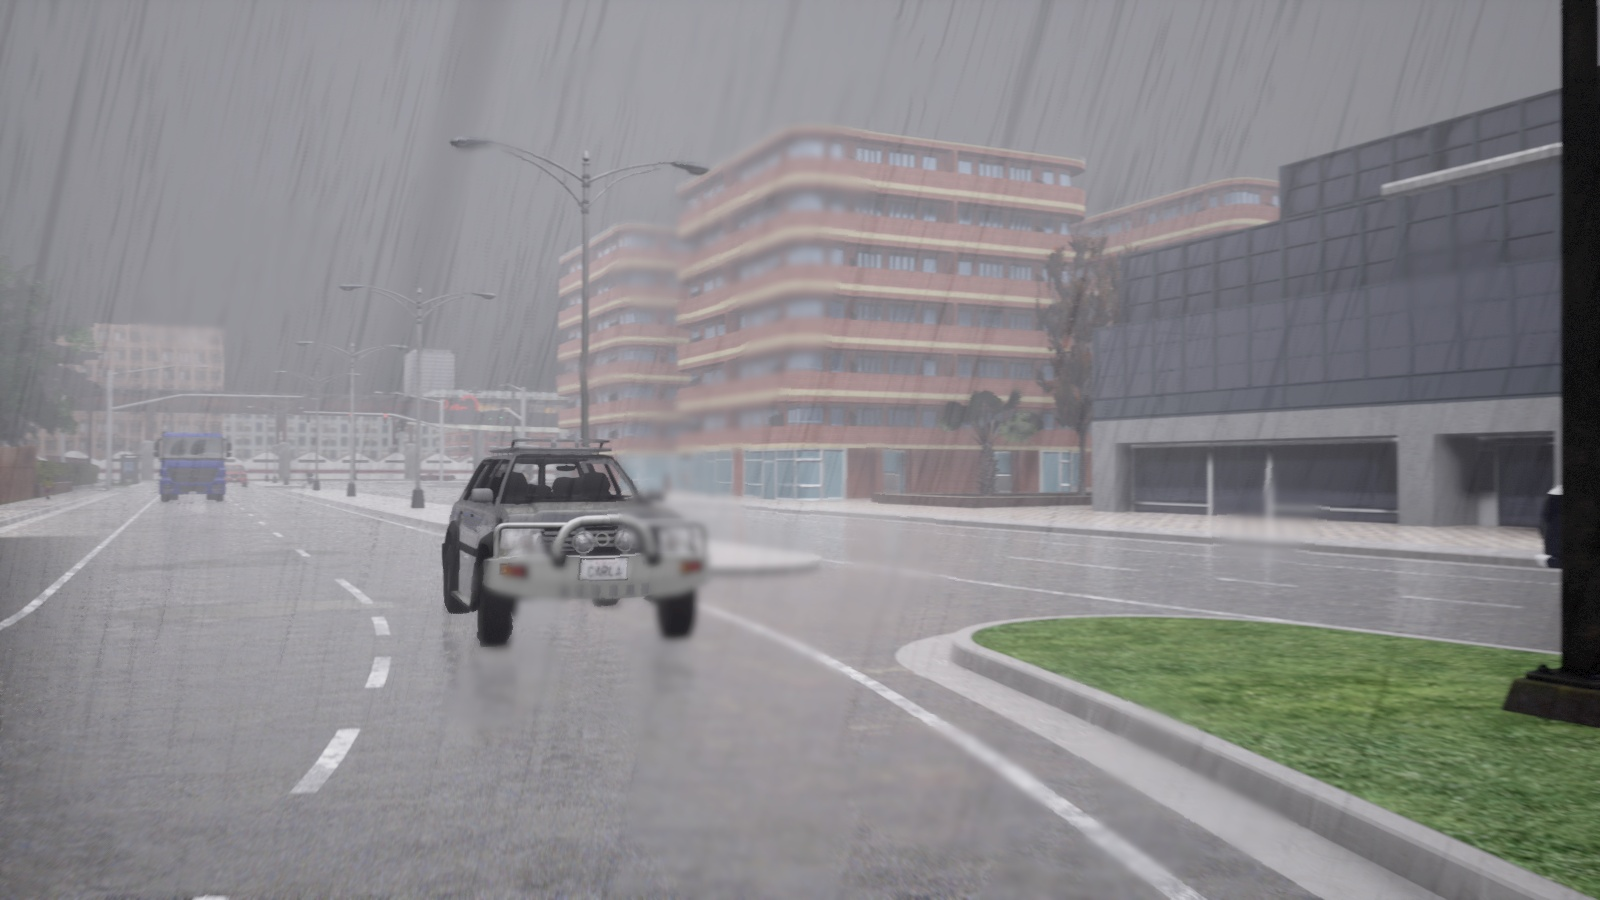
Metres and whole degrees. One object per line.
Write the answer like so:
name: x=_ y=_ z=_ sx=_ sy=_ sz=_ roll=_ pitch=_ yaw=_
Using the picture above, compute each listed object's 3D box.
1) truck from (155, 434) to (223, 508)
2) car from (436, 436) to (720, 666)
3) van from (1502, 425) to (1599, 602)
truck: x=-30.642 y=1.062 z=62.979 sx=2.891 sy=3.462 sz=7.936 roll=0 pitch=-1 yaw=-26
car: x=-2.438 y=0.857 z=12.639 sx=1.932 sy=1.855 sz=4.605 roll=0 pitch=-1 yaw=-21
van: x=10.725 y=0.714 z=14.100 sx=2.069 sy=2.038 sz=4.480 roll=0 pitch=-1 yaw=-34
